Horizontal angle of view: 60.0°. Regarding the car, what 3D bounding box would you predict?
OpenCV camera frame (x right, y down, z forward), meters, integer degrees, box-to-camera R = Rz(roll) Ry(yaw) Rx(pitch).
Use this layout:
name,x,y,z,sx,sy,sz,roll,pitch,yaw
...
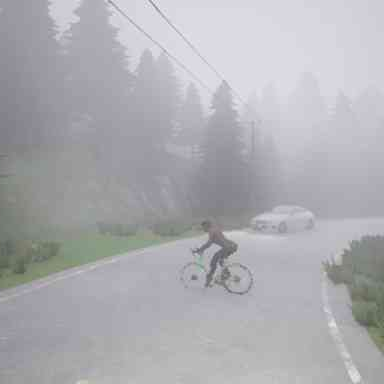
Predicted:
name,x,y,z,sx,sy,sz,roll,pitch,yaw
car,5.383,1.522,19.267,4.674,1.442,1.812,0,0,-41

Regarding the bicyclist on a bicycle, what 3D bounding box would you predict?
name,x,y,z,sx,sy,sz,roll,pitch,yaw
bicyclist on a bicycle,0.502,1.453,7.342,1.656,1.620,0.582,-2,-1,18
